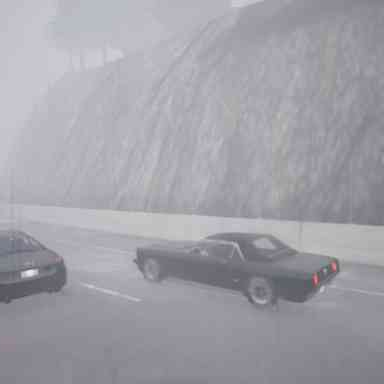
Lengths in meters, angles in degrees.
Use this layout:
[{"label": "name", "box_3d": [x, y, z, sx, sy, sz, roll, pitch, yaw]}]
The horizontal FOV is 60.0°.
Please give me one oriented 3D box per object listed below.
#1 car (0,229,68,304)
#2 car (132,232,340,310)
[{"label": "car", "box_3d": [-4.756, 1.570, 7.795, 4.181, 1.385, 1.994, 0, 0, 39]}, {"label": "car", "box_3d": [0.781, 1.613, 7.890, 4.718, 1.301, 1.895, 0, 0, 37]}]
